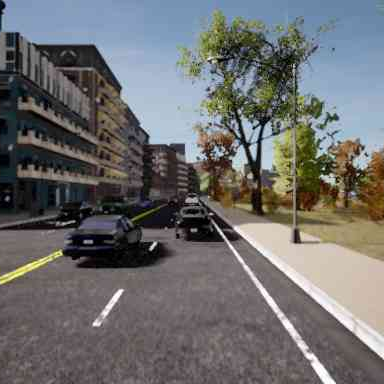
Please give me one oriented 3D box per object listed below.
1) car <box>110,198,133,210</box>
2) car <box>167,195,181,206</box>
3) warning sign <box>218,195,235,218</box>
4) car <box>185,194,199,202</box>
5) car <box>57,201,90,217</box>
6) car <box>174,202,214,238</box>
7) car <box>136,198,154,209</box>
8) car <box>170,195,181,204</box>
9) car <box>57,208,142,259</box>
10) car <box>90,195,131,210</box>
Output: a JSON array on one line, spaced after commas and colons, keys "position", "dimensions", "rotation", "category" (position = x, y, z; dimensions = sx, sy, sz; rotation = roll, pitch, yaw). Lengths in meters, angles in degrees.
[{"position": [-9.841, 1.614, 46.616], "dimensions": [2.033, 1.411, 5.357], "rotation": [0, 0, 0], "category": "car"}, {"position": [-3.261, 1.686, 57.349], "dimensions": [1.895, 1.301, 4.718], "rotation": [0, 0, 0], "category": "car"}, {"position": [2.836, 1.154, 27.261], "dimensions": [1.300, 1.860, 1.060], "rotation": [-1, -1, 0], "category": "warning sign"}, {"position": [-0.011, 1.306, 56.934], "dimensions": [2.150, 2.045, 5.566], "rotation": [0, 0, 0], "category": "car"}, {"position": [-9.854, 1.544, 28.346], "dimensions": [1.837, 1.490, 4.892], "rotation": [0, 0, 0], "category": "car"}, {"position": [0.096, 1.530, 17.877], "dimensions": [1.837, 1.490, 4.892], "rotation": [0, 0, 0], "category": "car"}, {"position": [-6.587, 1.594, 47.460], "dimensions": [1.812, 1.442, 4.674], "rotation": [0, 0, 0], "category": "car"}, {"position": [-3.263, 1.442, 67.295], "dimensions": [2.097, 1.767, 4.553], "rotation": [0, 0, 0], "category": "car"}, {"position": [-3.154, 1.565, 12.612], "dimensions": [2.033, 1.411, 5.357], "rotation": [0, 0, 0], "category": "car"}, {"position": [-6.605, 1.261, 28.403], "dimensions": [2.150, 2.045, 5.566], "rotation": [0, 0, 0], "category": "car"}]
